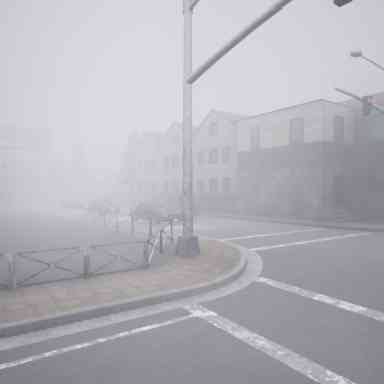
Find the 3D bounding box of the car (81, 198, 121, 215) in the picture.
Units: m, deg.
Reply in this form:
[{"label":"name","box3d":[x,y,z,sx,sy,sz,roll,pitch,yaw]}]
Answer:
[{"label":"car","box3d":[-8.283,1.315,31.006,2.128,1.511,4.902,0,0,-35]}]

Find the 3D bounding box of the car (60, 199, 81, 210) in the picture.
[{"label":"car","box3d":[-14.103,1.425,39.278,1.895,1.301,4.718,0,0,-35]}]

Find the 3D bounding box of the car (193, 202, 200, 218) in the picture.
[{"label":"car","box3d":[-1.306,1.328,27.505,1.837,1.490,4.892,0,0,-35]}]

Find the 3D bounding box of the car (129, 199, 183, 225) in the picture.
[{"label":"car","box3d":[-2.538,1.371,22.887,2.033,1.411,5.357,0,0,-35]}]
